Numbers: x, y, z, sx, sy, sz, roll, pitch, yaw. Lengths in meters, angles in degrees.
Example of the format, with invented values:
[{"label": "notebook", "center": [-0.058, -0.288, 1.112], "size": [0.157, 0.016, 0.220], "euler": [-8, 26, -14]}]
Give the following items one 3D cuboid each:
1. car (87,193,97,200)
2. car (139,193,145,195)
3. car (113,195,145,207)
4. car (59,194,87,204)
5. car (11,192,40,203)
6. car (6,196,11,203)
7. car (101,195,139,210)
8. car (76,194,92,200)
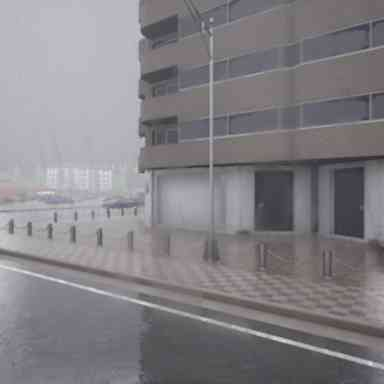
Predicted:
[{"label": "car", "center": [-26.849, 1.120, 88.178], "size": [1.905, 1.878, 3.866], "euler": [0, 0, 35]}, {"label": "car", "center": [-10.757, 1.144, 76.946], "size": [1.905, 1.878, 3.866], "euler": [0, 0, 35]}, {"label": "car", "center": [-9.413, 1.557, 49.375], "size": [2.033, 1.411, 5.357], "euler": [0, 0, 35]}, {"label": "car", "center": [-22.997, 1.381, 64.195], "size": [1.970, 1.475, 3.806], "euler": [0, 0, 35]}, {"label": "car", "center": [-36.887, 1.118, 73.818], "size": [1.932, 1.855, 4.605], "euler": [0, 0, 35]}, {"label": "car", "center": [-39.222, 1.325, 75.533], "size": [1.784, 1.438, 3.905], "euler": [0, 0, 35]}, {"label": "car", "center": [-9.524, 1.540, 43.066], "size": [1.812, 1.442, 4.674], "euler": [0, 0, 35]}, {"label": "car", "center": [-29.214, 1.355, 89.849], "size": [1.970, 1.475, 3.806], "euler": [0, 0, 35]}]
